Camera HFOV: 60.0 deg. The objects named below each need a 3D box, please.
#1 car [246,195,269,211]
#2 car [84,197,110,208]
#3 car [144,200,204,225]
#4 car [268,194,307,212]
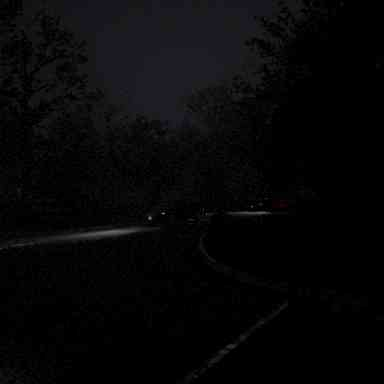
[{"bbox_3d":[7.057,1.105,33.325,1.837,1.490,4.892,-3,-1,35],"label":"car"},{"bbox_3d":[-13.151,1.479,44.682,1.812,1.442,4.674,-3,-1,36],"label":"car"},{"bbox_3d":[-1.088,1.268,21.798,2.128,1.511,4.902,-3,-1,36],"label":"car"},{"bbox_3d":[9.244,0.959,31.029,1.882,1.535,5.008,-3,-1,35],"label":"car"}]
